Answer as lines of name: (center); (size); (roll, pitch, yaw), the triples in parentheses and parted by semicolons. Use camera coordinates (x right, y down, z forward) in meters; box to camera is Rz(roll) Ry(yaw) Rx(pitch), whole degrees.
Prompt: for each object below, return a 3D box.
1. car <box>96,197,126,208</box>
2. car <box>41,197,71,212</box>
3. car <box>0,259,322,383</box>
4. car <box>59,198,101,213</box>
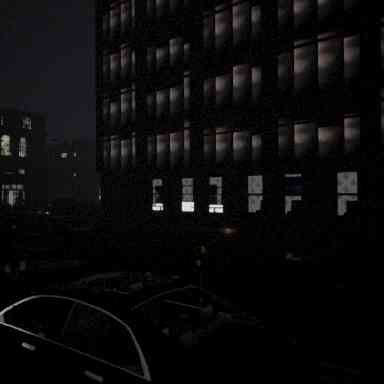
car: (-12.395, 1.640, 51.182); (1.967, 1.590, 4.097); (-1, -1, 36)
car: (-16.374, 1.487, 41.397); (2.097, 1.767, 4.553); (0, -1, 37)
car: (-0.961, 1.551, 3.562); (4.403, 1.369, 2.008); (0, 0, 35)
car: (-12.177, 1.681, 37.276); (1.802, 1.307, 4.206); (-1, -1, 36)
